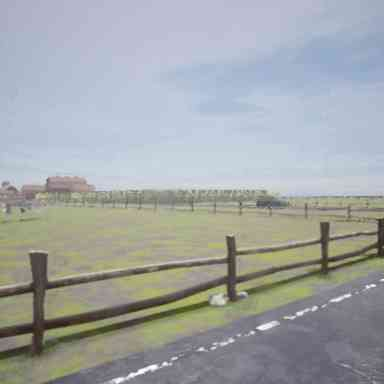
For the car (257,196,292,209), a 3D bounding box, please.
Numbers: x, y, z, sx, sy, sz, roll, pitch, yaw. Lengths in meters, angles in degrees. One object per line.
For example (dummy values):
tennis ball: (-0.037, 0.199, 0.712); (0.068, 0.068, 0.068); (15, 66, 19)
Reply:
car: (12.680, 1.597, 51.479); (2.150, 2.045, 5.566); (1, -1, -42)
